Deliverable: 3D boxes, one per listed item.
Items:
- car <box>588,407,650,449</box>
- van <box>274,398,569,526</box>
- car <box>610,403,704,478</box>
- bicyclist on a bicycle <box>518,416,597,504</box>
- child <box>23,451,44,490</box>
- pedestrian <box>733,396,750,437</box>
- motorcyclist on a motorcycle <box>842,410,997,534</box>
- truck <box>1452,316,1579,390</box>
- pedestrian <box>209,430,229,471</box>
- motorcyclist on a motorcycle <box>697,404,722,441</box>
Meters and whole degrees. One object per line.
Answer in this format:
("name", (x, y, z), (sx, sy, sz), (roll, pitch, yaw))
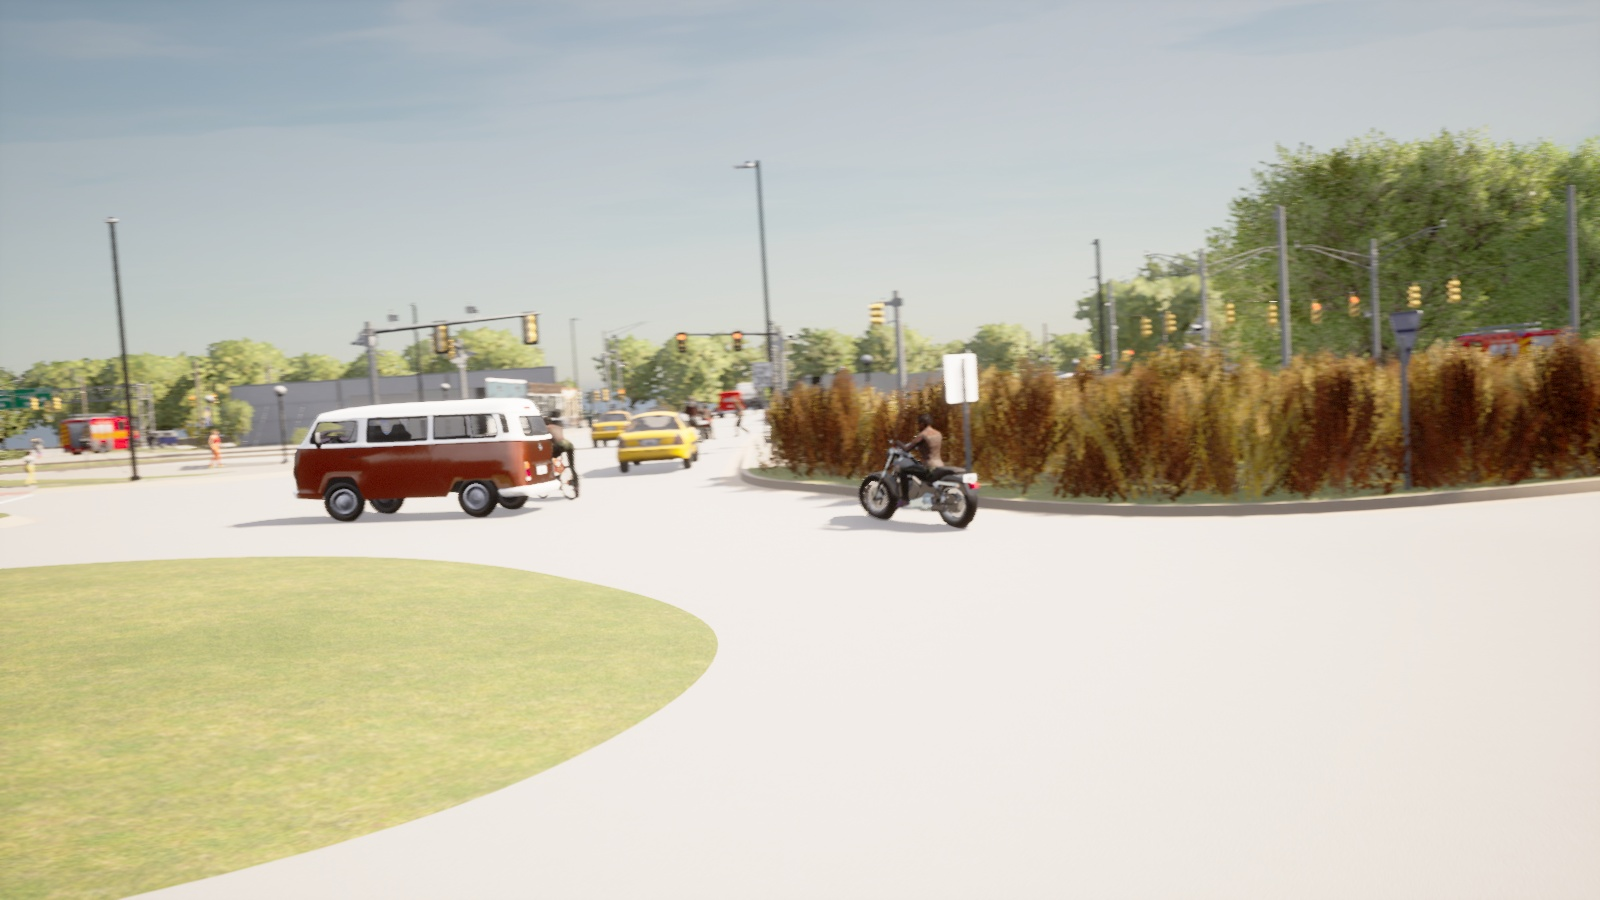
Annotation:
("car", (-7.505, -0.940, 52.455), (1.801, 1.575, 5.366), (-4, 1, -1))
("van", (-6.665, 0.182, 22.372), (4.480, 2.038, 2.069), (-2, 2, 9))
("car", (-3.565, -0.331, 32.221), (1.801, 1.575, 5.366), (-4, 3, -1))
("bicyclist on a bicycle", (-4.765, 0.188, 24.595), (0.582, 1.620, 1.656), (-7, 5, -44))
("child", (-25.832, 0.678, 42.326), (0.270, 1.263, 0.437), (-3, 3, 12))
("pedestrian", (-2.722, -1.549, 58.396), (0.634, 1.846, 0.331), (-4, 3, -8))
("motorcyclist on a motorcycle", (1.684, 0.265, 18.139), (0.766, 1.649, 2.350), (-5, 5, -37))
("truck", (41.438, -5.549, 73.130), (2.891, 3.827, 8.468), (-4, 3, 4))
("pedestrian", (-26.818, 0.024, 57.995), (0.594, 1.836, 0.345), (-4, 3, -5))
("motorcyclist on a motorcycle", (-3.844, -1.168, 53.474), (0.797, 1.523, 2.044), (-4, 1, 1))
